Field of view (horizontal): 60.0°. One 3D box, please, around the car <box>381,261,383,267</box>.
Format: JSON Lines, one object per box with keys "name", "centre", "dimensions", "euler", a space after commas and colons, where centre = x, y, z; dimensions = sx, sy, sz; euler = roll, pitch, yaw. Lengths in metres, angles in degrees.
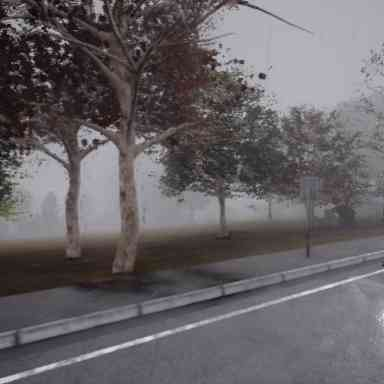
{"name": "car", "centre": [6.896, 1.589, 8.593], "dimensions": [4.718, 1.301, 1.895], "euler": [0, 0, -35]}
